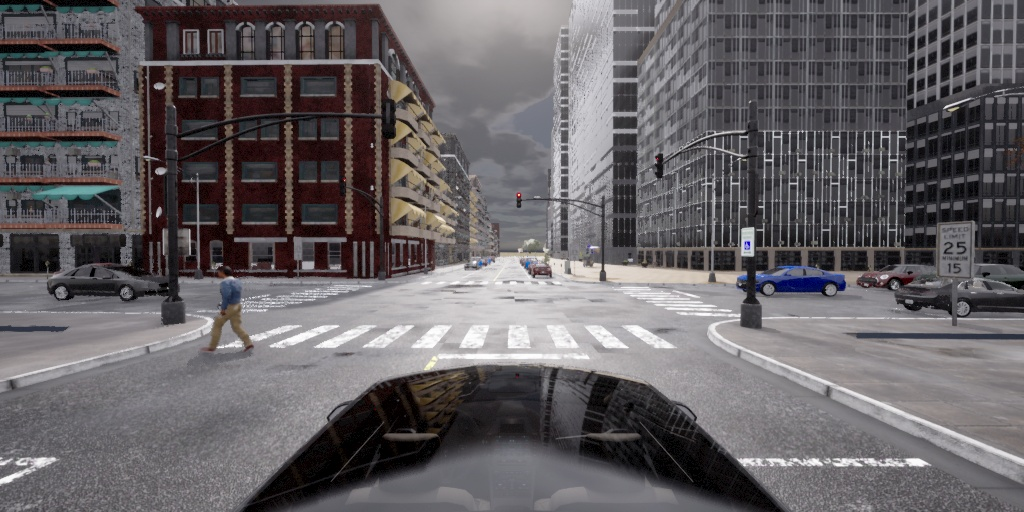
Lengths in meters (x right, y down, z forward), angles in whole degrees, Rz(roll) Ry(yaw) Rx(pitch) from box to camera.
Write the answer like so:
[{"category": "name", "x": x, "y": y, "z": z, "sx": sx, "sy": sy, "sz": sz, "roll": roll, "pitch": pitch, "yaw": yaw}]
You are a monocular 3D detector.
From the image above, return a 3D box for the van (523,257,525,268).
[{"category": "van", "x": 2.760, "y": 1.042, "z": 50.385, "sx": 1.690, "sy": 1.789, "sz": 3.998, "roll": 0, "pitch": 0, "yaw": 0}]

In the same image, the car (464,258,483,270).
[{"category": "car", "x": -5.588, "y": 1.267, "z": 50.370, "sx": 1.948, "sy": 1.339, "sz": 4.313, "roll": 0, "pitch": 0, "yaw": 0}]

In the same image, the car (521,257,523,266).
[{"category": "car", "x": 2.772, "y": 1.237, "z": 56.031, "sx": 1.888, "sy": 1.381, "sz": 4.507, "roll": 0, "pitch": 0, "yaw": 0}]

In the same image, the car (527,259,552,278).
[{"category": "car", "x": 2.724, "y": 1.270, "z": 33.447, "sx": 1.888, "sy": 1.381, "sz": 4.507, "roll": 0, "pitch": 0, "yaw": 0}]

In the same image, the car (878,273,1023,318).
[{"category": "car", "x": 16.739, "y": 1.445, "z": 13.111, "sx": 4.403, "sy": 1.370, "sz": 2.007, "roll": 0, "pitch": 0, "yaw": 1}]

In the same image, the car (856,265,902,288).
[{"category": "car", "x": 23.416, "y": 1.229, "z": 21.644, "sx": 4.097, "sy": 1.591, "sz": 1.967, "roll": 0, "pitch": 0, "yaw": 1}]

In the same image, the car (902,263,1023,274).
[{"category": "car", "x": 24.142, "y": 1.188, "z": 18.898, "sx": 4.553, "sy": 1.767, "sz": 2.097, "roll": 0, "pitch": 1, "yaw": 1}]

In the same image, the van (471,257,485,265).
[{"category": "van", "x": -5.577, "y": 1.033, "z": 56.016, "sx": 1.690, "sy": 1.789, "sz": 3.998, "roll": 0, "pitch": 0, "yaw": 0}]

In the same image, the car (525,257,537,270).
[{"category": "car", "x": 2.736, "y": 1.157, "z": 39.093, "sx": 1.967, "sy": 1.591, "sz": 4.097, "roll": 0, "pitch": 0, "yaw": 0}]

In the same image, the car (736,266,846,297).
[{"category": "car", "x": 14.683, "y": 1.269, "z": 19.056, "sx": 5.008, "sy": 1.535, "sz": 1.882, "roll": 0, "pitch": 1, "yaw": 2}]

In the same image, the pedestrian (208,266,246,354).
[{"category": "pedestrian", "x": -5.744, "y": 1.042, "z": 7.210, "sx": 0.375, "sy": 1.860, "sz": 0.375, "roll": -1, "pitch": 1, "yaw": 0}]

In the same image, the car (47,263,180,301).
[{"category": "car", "x": -18.065, "y": 1.196, "z": 16.369, "sx": 4.892, "sy": 1.490, "sz": 1.837, "roll": 0, "pitch": 1, "yaw": 1}]
